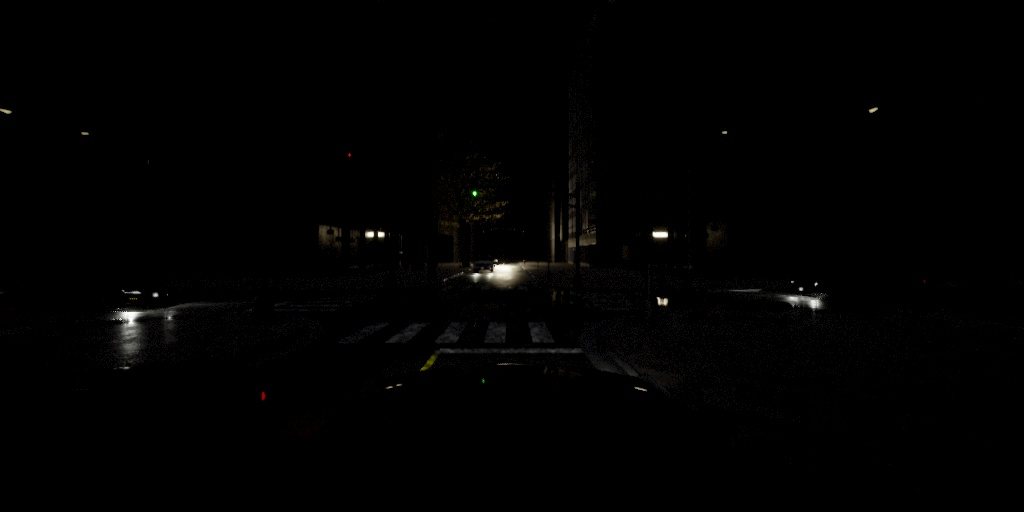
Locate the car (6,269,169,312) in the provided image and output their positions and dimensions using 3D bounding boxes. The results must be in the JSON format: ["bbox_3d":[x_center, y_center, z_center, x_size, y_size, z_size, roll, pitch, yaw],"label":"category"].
[{"bbox_3d":[-16.165,1.268,13.800,4.892,1.490,1.837,0,0,0],"label":"car"}]

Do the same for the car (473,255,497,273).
[{"bbox_3d":[-3.210,0.906,41.232,2.150,2.045,5.566,0,0,0],"label":"car"}]

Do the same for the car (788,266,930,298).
[{"bbox_3d":[16.493,1.197,17.162,5.357,1.411,2.033,0,0,0],"label":"car"}]

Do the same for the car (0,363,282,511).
[{"bbox_3d":[-2.993,1.301,0.858,2.033,1.411,5.357,0,0,0],"label":"car"}]
